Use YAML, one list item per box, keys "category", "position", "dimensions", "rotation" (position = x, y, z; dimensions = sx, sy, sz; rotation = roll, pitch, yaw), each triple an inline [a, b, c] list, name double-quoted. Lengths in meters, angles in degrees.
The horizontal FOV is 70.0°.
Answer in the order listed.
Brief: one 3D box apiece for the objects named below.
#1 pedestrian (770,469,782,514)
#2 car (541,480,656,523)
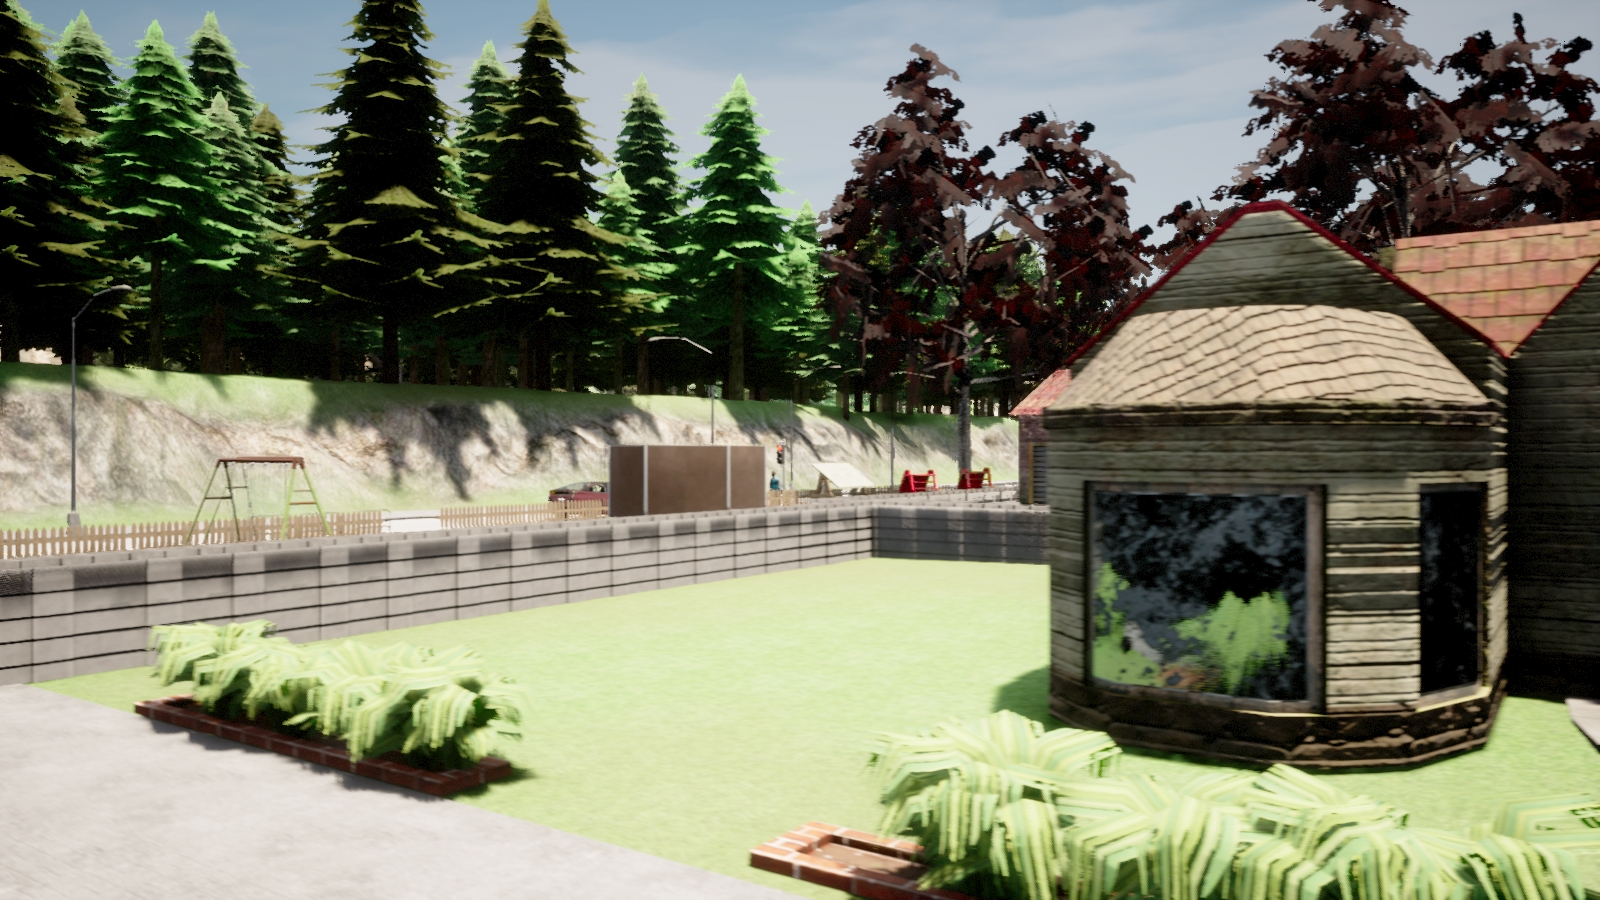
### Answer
- category: "pedestrian"
  position: [-1.022, 1.745, 47.842]
  dimensions: [0.375, 1.860, 0.375]
  rotation: [0, 0, 26]
- category: "car"
  position: [-8.149, 2.040, 46.499]
  dimensions: [2.007, 1.525, 4.514]
  rotation: [0, 0, 35]
